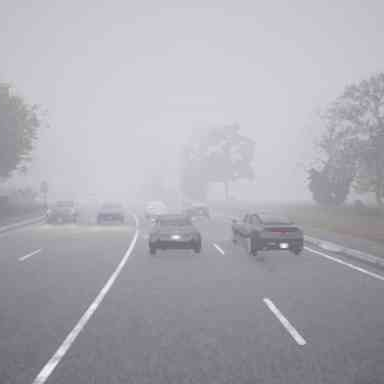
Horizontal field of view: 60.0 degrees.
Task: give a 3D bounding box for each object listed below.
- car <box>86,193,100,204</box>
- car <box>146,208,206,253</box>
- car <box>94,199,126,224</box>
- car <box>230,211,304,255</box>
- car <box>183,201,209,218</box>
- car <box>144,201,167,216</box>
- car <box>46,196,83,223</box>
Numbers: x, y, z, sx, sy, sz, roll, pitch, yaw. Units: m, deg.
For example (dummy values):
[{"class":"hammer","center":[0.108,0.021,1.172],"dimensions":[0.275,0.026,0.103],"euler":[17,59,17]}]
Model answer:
[{"class":"car","center":[-19.369,1.307,65.074],"dimensions":[2.150,2.045,5.566],"euler":[0,0,-26]},{"class":"car","center":[-0.773,1.582,13.851],"dimensions":[1.994,1.385,4.181],"euler":[0,0,-6]},{"class":"car","center":[-6.125,1.516,25.403],"dimensions":[1.882,1.535,5.008],"euler":[0,0,-11]},{"class":"car","center":[2.803,1.516,13.349],"dimensions":[1.837,1.490,4.892],"euler":[0,0,-5]},{"class":"car","center":[0.278,1.564,30.068],"dimensions":[1.812,1.442,4.674],"euler":[0,0,-12]},{"class":"car","center":[-3.231,1.567,29.829],"dimensions":[1.812,1.442,4.674],"euler":[0,0,-12]},{"class":"car","center":[-9.743,1.395,25.620],"dimensions":[2.097,1.767,4.553],"euler":[0,0,-11]}]
